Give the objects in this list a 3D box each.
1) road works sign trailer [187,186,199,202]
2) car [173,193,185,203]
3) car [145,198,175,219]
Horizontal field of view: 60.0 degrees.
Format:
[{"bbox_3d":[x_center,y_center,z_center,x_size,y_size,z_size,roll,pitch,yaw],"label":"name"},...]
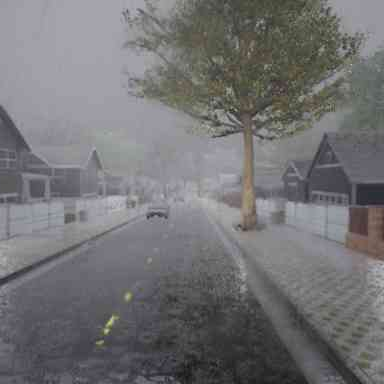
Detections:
[{"bbox_3d":[0.350,0.452,76.520,2.380,3.560,2.880,0,0,-7],"label":"road works sign trailer"},{"bbox_3d":[-2.768,1.198,70.406,2.150,2.045,5.566,0,0,0],"label":"car"},{"bbox_3d":[-2.857,1.557,29.136,2.033,1.411,5.357,0,0,0],"label":"car"}]
